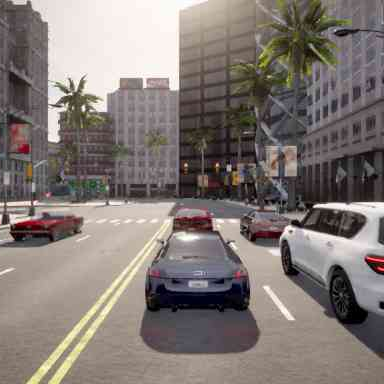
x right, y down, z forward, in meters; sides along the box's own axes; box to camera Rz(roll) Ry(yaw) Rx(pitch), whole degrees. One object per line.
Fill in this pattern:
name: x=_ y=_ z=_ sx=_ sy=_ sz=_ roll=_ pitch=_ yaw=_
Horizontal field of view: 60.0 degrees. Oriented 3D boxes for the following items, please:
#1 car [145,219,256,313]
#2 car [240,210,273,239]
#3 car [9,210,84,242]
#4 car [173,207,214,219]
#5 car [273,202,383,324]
car: x=0.087 y=1.562 z=7.770 sx=1.994 sy=1.385 sz=4.181 roll=0 pitch=0 yaw=-1
car: x=3.593 y=1.564 z=16.635 sx=1.994 sy=1.385 sz=4.181 roll=0 pitch=0 yaw=0
car: x=-7.033 y=1.601 z=16.593 sx=1.895 sy=1.301 sz=4.718 roll=0 pitch=0 yaw=1
car: x=0.086 y=1.478 z=16.756 sx=1.882 sy=1.535 sz=5.008 roll=0 pitch=0 yaw=2
car: x=3.599 y=1.221 z=7.270 sx=2.150 sy=2.045 sz=5.566 roll=0 pitch=0 yaw=0
